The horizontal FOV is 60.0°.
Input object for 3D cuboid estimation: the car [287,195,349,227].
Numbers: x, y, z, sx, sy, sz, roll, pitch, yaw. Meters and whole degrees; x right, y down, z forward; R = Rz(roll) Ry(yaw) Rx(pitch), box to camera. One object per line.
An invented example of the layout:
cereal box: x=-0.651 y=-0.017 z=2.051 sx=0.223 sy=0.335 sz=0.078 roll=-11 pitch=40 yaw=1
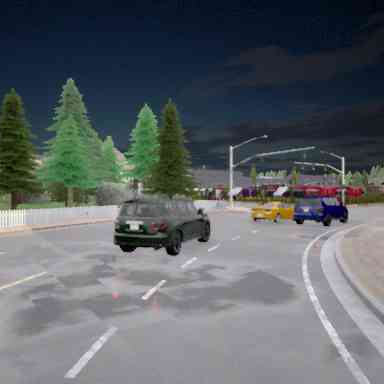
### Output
car: x=9.097 y=1.256 z=23.303 sx=2.150 sy=2.045 sz=5.566 roll=0 pitch=0 yaw=42

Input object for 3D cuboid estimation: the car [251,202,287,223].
car: x=6.476 y=1.483 z=25.624 sx=1.882 sy=1.535 sz=5.008 roll=0 pitch=0 yaw=42

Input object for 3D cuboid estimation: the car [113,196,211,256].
car: x=-0.954 y=1.256 z=13.474 sx=2.150 sy=2.045 sz=5.566 roll=0 pitch=0 yaw=21

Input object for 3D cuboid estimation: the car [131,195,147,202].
car: x=-12.359 y=1.536 z=77.660 sx=1.837 sy=1.490 sz=4.892 roll=0 pitch=0 yaw=-34
